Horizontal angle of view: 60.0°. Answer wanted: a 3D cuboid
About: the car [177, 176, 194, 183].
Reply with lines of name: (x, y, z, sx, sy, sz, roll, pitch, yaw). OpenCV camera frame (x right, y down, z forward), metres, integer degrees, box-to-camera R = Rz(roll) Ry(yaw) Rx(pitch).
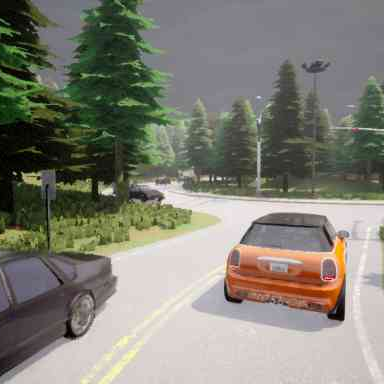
car: (-1.294, -2.678, 69.825, 1.812, 1.442, 4.674, 3, 5, 35)

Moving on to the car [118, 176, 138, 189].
car: (-9.493, -1.433, 49.990, 2.097, 1.767, 4.553, 0, 4, 0)

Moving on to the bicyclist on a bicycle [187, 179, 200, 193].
bicyclist on a bicycle: (0.163, -0.642, 37.309, 1.656, 1.620, 0.582, -3, 5, -28)

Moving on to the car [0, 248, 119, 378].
car: (-2.854, 1.484, 3.933, 2.033, 1.411, 5.357, 1, 1, 16)

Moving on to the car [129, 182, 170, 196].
car: (-4.519, 0.079, 30.803, 2.033, 1.411, 5.357, -3, 5, -35)

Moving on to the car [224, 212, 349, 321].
car: (2.360, 1.241, 7.547, 2.097, 1.767, 4.553, 2, 2, 25)

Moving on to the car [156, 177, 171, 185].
car: (-5.168, -2.041, 60.237, 1.882, 1.535, 5.008, 0, 4, 10)
